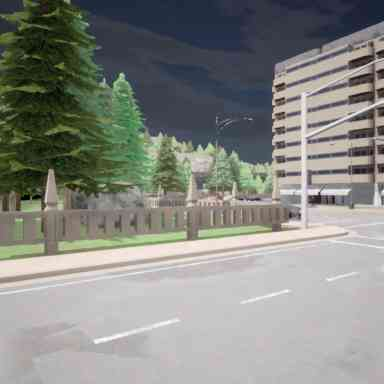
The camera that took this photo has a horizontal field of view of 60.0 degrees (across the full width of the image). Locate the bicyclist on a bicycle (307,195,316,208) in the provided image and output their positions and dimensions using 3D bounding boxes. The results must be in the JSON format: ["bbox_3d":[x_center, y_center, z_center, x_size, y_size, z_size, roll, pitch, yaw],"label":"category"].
[{"bbox_3d":[15.325,1.245,42.481,1.656,1.620,0.582,0,0,-29],"label":"bicyclist on a bicycle"}]

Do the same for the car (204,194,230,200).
[{"bbox_3d":[2.555,1.422,42.466,1.882,1.535,5.008,0,0,-19],"label":"car"}]

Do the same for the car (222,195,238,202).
[{"bbox_3d":[8.594,1.469,75.205,1.812,1.442,4.674,0,0,32],"label":"car"}]

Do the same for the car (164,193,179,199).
[{"bbox_3d":[-3.454,1.165,56.324,2.150,2.045,5.566,0,0,1],"label":"car"}]

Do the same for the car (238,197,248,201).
[{"bbox_3d":[7.108,1.492,33.372,2.033,1.411,5.357,0,0,-33],"label":"car"}]

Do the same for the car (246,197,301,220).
[{"bbox_3d":[7.087,1.436,27.197,2.128,1.511,4.902,0,0,-33],"label":"car"}]

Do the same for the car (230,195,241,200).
[{"bbox_3d":[9.249,1.492,67.935,2.033,1.411,5.357,0,0,20],"label":"car"}]
